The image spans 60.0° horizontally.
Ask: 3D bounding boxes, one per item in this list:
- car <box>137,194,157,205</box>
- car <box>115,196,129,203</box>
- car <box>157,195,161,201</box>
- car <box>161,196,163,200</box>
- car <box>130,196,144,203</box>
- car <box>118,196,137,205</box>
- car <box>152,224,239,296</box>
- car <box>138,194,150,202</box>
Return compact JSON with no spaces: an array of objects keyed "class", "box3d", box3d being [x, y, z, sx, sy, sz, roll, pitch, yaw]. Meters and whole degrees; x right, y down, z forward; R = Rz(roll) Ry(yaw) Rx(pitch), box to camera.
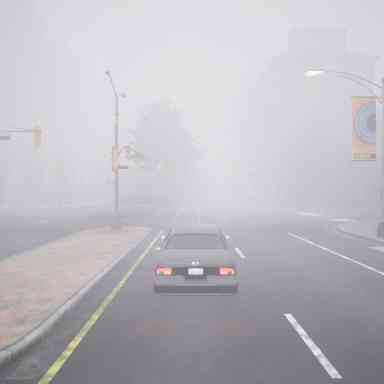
[{"class":"car","box3d":[-7.993,1.570,58.961,1.994,1.385,4.181,0,0,1]},{"class":"car","box3d":[-14.656,1.602,69.449,1.895,1.301,4.718,0,0,0]},{"class":"car","box3d":[-7.927,1.533,67.478,1.812,1.442,4.674,0,0,1]},{"class":"car","box3d":[-7.895,1.508,77.808,1.837,1.490,4.892,0,0,0]},{"class":"car","box3d":[-11.406,1.533,69.567,2.128,1.511,4.902,0,0,0]},{"class":"car","box3d":[-11.488,1.498,59.645,2.128,1.511,4.902,0,0,0]},{"class":"car","box3d":[0.086,1.548,8.800,2.033,1.411,5.357,0,0,0]},{"class":"car","box3d":[-11.392,1.364,79.578,2.097,1.767,4.553,0,0,0]}]
